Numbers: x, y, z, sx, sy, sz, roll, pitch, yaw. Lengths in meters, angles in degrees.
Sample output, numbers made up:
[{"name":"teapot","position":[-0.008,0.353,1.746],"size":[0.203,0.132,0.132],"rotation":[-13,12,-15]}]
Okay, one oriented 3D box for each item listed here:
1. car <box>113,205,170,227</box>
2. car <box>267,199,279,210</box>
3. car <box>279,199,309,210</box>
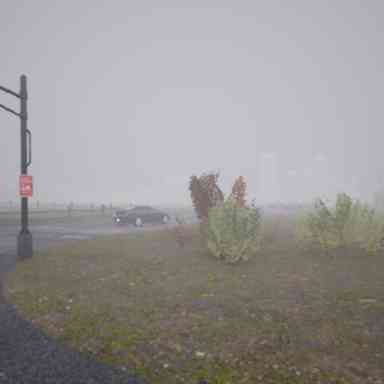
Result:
[{"name":"car","position":[-3.620,1.702,24.676],"size":[1.837,1.490,4.892],"rotation":[-1,-1,36]},{"name":"car","position":[14.154,1.998,55.294],"size":[2.097,1.767,4.553],"rotation":[-1,-1,36]},{"name":"car","position":[15.800,2.109,51.535],"size":[2.033,1.411,5.357],"rotation":[-1,-1,36]}]
